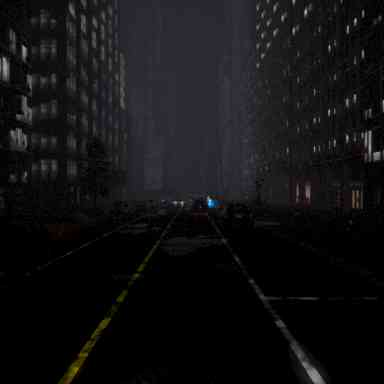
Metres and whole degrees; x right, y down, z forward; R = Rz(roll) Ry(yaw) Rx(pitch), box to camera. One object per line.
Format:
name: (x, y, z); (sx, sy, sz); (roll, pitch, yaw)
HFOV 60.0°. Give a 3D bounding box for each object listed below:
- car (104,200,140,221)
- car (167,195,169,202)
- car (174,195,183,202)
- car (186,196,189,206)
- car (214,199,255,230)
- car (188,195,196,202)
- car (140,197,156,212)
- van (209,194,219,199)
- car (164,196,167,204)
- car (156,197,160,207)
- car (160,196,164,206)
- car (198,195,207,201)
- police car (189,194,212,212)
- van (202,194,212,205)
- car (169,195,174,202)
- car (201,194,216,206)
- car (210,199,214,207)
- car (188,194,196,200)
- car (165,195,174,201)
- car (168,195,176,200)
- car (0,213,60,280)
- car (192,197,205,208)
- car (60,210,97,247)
car: (-5.699, 1.435, 26.660); (1.967, 1.590, 4.097); (-1, 0, 0)
car: (-5.697, 1.571, 60.762); (1.802, 1.307, 4.206); (-1, 0, 0)
car: (-3.000, 1.437, 76.725); (1.837, 1.490, 4.892); (0, 0, 0)
car: (0.385, 1.340, 54.153); (2.097, 1.767, 4.553); (0, 0, 9)
car: (2.682, 1.436, 20.977); (1.967, 1.590, 4.097); (-1, 0, 0)
car: (0.000, 1.380, 74.069); (1.812, 1.442, 4.674); (0, 0, 0)
car: (-5.698, 1.544, 38.027); (2.008, 1.369, 4.403); (-1, 0, 0)
van: (2.681, 1.333, 43.711); (1.690, 1.788, 3.998); (-1, 0, 0)
car: (-5.698, 1.541, 55.078); (2.008, 1.369, 4.403); (-1, 0, 0)
car: (-5.697, 1.558, 43.711); (1.947, 1.339, 4.313); (-1, 0, 0)
car: (-5.697, 1.536, 49.395); (1.887, 1.381, 4.507); (-1, 0, 0)
car: (2.683, 1.536, 83.496); (2.008, 1.369, 4.403); (-1, 0, 0)
police car: (0.900, 1.419, 38.167); (1.930, 1.638, 5.238); (0, 0, 0)
van: (2.681, 1.331, 60.762); (1.690, 1.788, 3.998); (-1, 0, 0)
car: (-5.698, 1.538, 72.129); (2.008, 1.369, 4.403); (-1, 0, 0)
car: (2.681, 1.305, 55.078); (2.192, 1.841, 5.009); (-1, 0, 0)
car: (2.683, 1.520, 26.830); (1.752, 1.417, 4.829); (-1, 0, 0)
car: (0.001, 1.392, 89.069); (2.033, 1.411, 5.357); (0, 0, 0)
car: (-5.697, 1.536, 83.496); (2.008, 1.369, 4.403); (-1, 0, 0)
car: (-5.697, 1.565, 94.863); (1.802, 1.307, 4.206); (-1, 0, 0)
car: (-5.699, 1.437, 9.609); (1.967, 1.590, 4.097); (-1, 0, 0)
car: (0.900, 1.470, 48.057); (1.882, 1.535, 5.008); (0, 0, 0)
car: (-5.698, 1.522, 15.123); (1.752, 1.417, 4.829); (-1, 0, 0)
